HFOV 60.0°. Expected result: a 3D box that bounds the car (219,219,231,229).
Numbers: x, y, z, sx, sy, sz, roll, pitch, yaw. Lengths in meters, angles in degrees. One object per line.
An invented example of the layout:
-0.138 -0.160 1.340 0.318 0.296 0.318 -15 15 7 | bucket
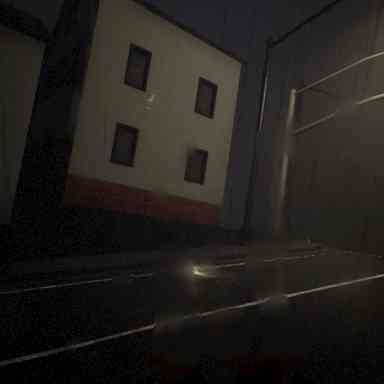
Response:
2.371 3.566 37.294 1.837 1.490 4.892 13 -7 -35 | car

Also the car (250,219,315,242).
8.037 3.578 29.278 2.033 1.411 5.357 12 -7 -35 | car

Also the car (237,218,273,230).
7.406 3.932 36.534 2.150 2.045 5.566 12 -7 -34 | car
